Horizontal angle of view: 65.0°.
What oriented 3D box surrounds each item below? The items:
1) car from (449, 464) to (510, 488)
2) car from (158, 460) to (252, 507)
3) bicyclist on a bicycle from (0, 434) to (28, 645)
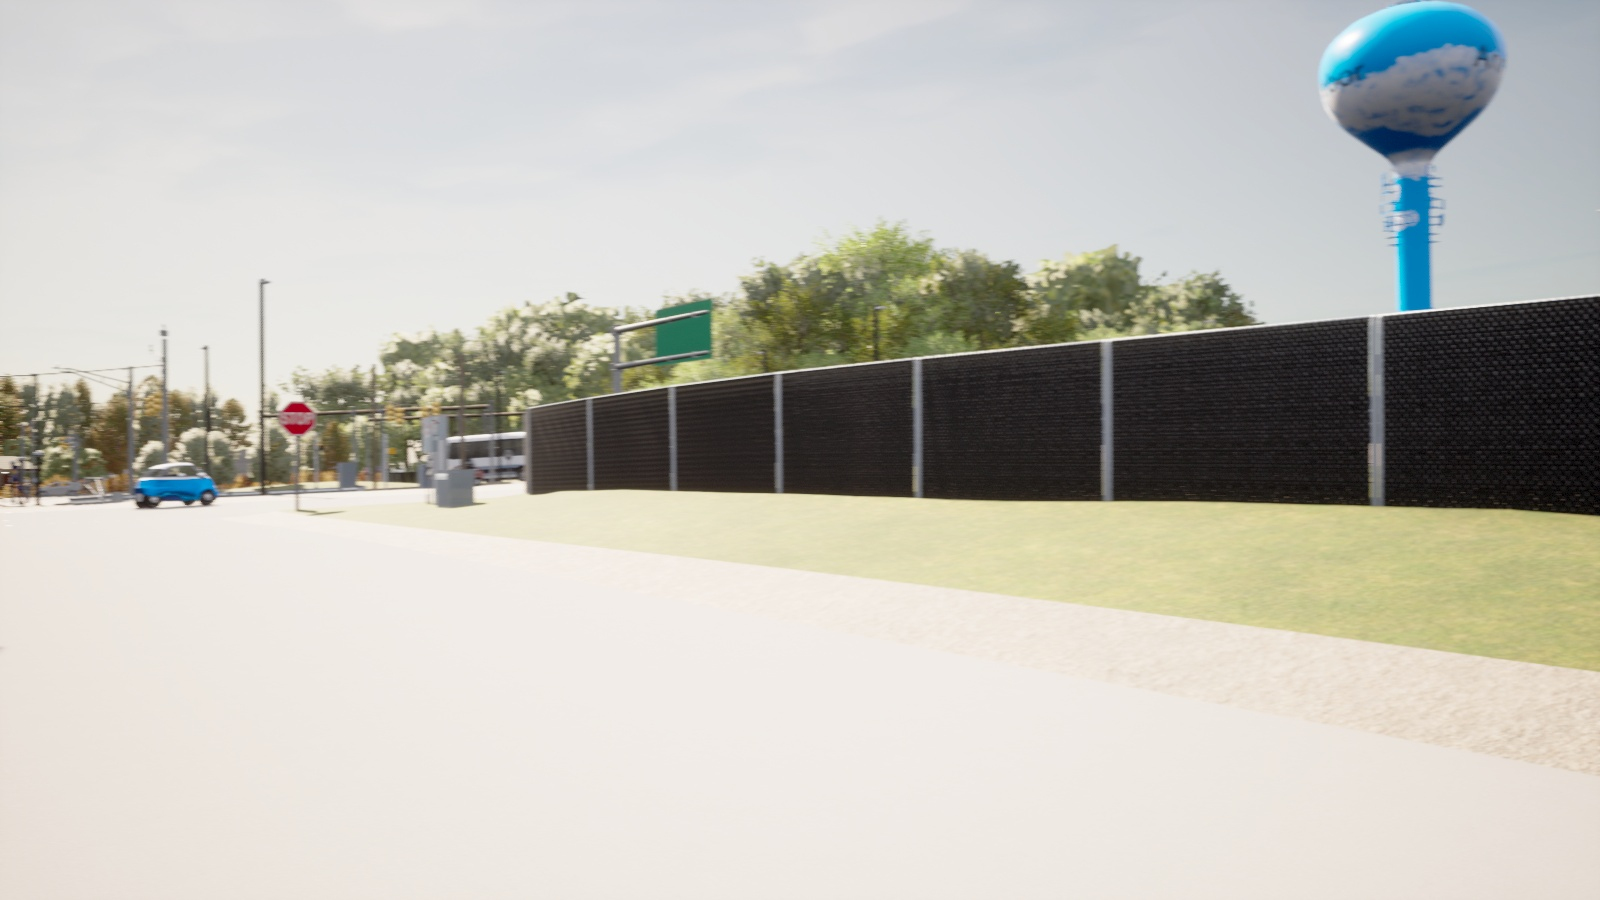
[{"bbox_3d":[-22.501,1.808,88.216,3.705,1.549,1.789,-2,0,-36],"label":"car"},{"bbox_3d":[-18.623,1.046,39.339,1.481,1.376,2.207,-2,0,41],"label":"car"},{"bbox_3d":[-6.760,0.688,10.081,0.866,1.612,1.509,-1,0,-35],"label":"bicyclist on a bicycle"}]
